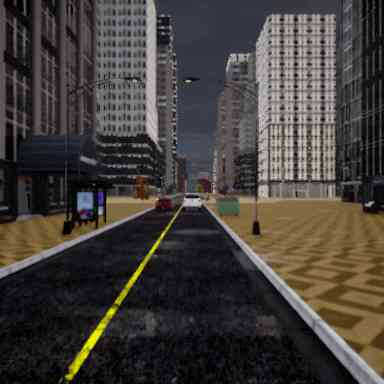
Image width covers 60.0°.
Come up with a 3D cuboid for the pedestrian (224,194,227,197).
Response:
[{"bbox_3d":[3.135,1.084,31.057,0.375,1.860,0.375,0,0,-1],"label":"pedestrian"}]

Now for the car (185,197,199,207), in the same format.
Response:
[{"bbox_3d":[0.003,1.451,50.648,2.033,1.411,5.357,0,0,0],"label":"car"}]

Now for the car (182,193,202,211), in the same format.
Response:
[{"bbox_3d":[0.010,1.147,39.773,2.150,2.045,5.566,0,0,0],"label":"car"}]

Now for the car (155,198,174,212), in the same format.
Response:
[{"bbox_3d":[-3.083,1.407,37.514,1.882,1.535,5.008,0,0,0],"label":"car"}]

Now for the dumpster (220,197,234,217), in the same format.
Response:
[{"bbox_3d":[3.132,1.341,29.600,1.020,1.700,1.940,0,0,0],"label":"dumpster"}]
